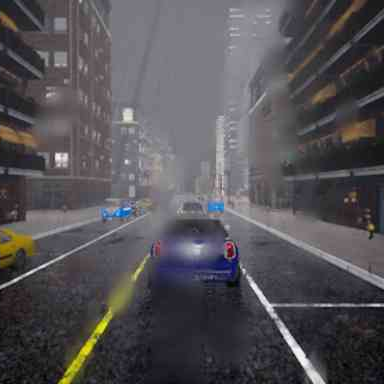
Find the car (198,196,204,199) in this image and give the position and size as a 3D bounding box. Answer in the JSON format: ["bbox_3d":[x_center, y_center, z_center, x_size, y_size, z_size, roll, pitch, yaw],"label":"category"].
[{"bbox_3d":[2.494,1.633,91.950,1.887,1.381,4.507,-1,0,0],"label":"car"}]

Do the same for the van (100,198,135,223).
[{"bbox_3d":[-5.745,1.360,25.508,1.690,1.788,3.998,-1,0,0],"label":"van"}]

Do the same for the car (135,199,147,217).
[{"bbox_3d":[-5.752,1.574,31.171,2.008,1.369,4.403,-1,0,0],"label":"car"}]

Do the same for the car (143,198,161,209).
[{"bbox_3d":[-5.780,1.589,48.163,2.008,1.369,4.403,-1,0,0],"label":"car"}]

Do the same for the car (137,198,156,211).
[{"bbox_3d":[-5.770,1.558,42.330,1.752,1.417,4.829,-1,0,0],"label":"car"}]

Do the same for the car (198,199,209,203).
[{"bbox_3d":[0.042,1.567,27.189,2.033,1.411,5.357,0,0,0],"label":"car"}]

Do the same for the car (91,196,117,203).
[{"bbox_3d":[-17.997,1.562,68.114,4.829,1.417,1.752,0,1,0],"label":"car"}]

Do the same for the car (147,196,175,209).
[{"bbox_3d":[-3.151,1.518,35.278,2.128,1.511,4.902,0,0,0],"label":"car"}]

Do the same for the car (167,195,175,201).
[{"bbox_3d":[-5.855,1.529,91.879,1.967,1.590,4.097,-1,0,0],"label":"car"}]

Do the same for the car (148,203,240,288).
[{"bbox_3d":[0.060,1.357,9.429,2.097,1.767,4.553,0,0,0],"label":"car"}]

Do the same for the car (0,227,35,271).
[{"bbox_3d":[-5.714,1.531,8.346,1.752,1.417,4.829,-1,0,0],"label":"car"}]

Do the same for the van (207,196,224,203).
[{"bbox_3d":[2.616,1.368,36.814,1.690,1.788,3.998,-1,0,0],"label":"van"}]
